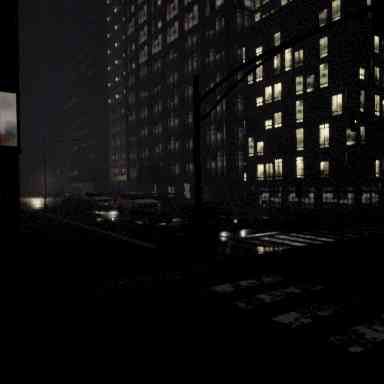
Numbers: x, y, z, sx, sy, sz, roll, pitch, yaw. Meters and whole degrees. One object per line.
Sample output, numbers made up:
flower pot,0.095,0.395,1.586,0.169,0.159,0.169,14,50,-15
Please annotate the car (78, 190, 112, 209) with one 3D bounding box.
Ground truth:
car,-10.930,0.927,38.535,2.150,2.045,5.566,-1,1,-35

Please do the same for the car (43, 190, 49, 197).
car,-35.663,0.688,84.644,2.008,1.369,4.403,-1,1,-35

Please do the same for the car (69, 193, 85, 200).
car,-22.862,0.889,66.062,1.887,1.381,4.507,-1,1,-35

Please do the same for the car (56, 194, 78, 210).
car,-13.739,1.289,38.047,2.008,1.369,4.403,-1,1,-35

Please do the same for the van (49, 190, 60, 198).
van,-32.463,0.530,79.996,1.690,1.788,3.998,-1,1,-35

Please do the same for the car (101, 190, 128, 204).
car,-12.026,0.733,51.043,2.150,2.045,5.566,-1,1,-35

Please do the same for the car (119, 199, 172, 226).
car,-2.910,1.455,22.378,2.008,1.369,4.403,-1,1,-35

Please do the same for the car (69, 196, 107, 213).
car,-10.537,1.354,33.401,1.947,1.339,4.313,-1,1,-35

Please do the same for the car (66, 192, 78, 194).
car,-19.329,1.082,56.180,1.895,1.301,4.718,-1,1,-35

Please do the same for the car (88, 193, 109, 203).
car,-15.950,0.919,56.806,1.882,1.535,5.008,-1,1,-35

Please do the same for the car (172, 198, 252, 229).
car,1.099,1.382,21.057,2.128,1.511,4.902,-1,1,-35

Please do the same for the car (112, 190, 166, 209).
car,-4.861,1.021,29.704,2.150,2.045,5.566,-1,1,-35

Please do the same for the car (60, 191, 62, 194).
car,-26.062,0.733,70.706,1.967,1.590,4.097,-1,1,-35

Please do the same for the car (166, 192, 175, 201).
car,-3.661,0.963,38.185,2.192,1.841,5.009,-1,1,-35
